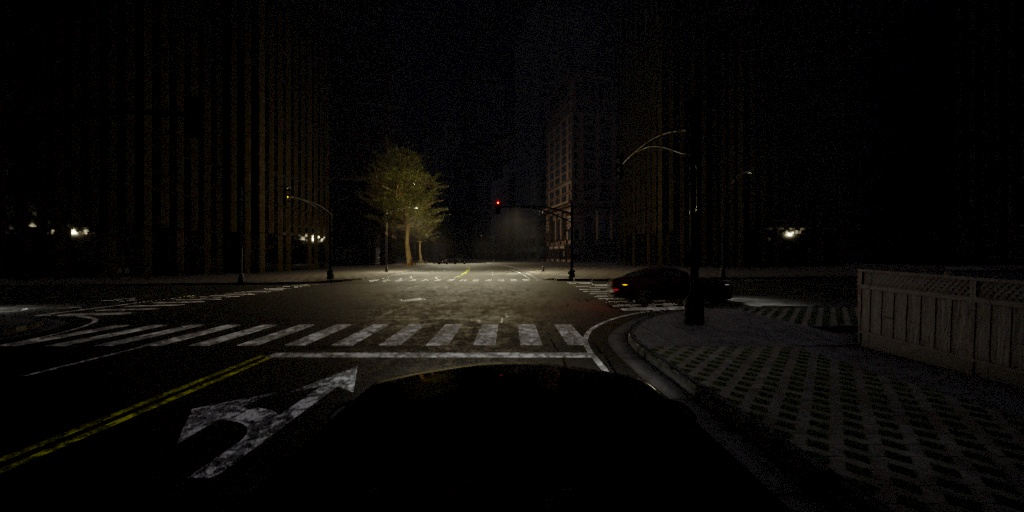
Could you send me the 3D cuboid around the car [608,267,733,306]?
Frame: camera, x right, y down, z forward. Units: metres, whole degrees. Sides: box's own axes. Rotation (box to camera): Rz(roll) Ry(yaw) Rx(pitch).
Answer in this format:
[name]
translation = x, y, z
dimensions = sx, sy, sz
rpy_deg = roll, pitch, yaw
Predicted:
[car]
translation = 6.301, 1.174, 14.483
dimensions = 4.674, 1.442, 1.812
rpy_deg = -1, 0, 0
